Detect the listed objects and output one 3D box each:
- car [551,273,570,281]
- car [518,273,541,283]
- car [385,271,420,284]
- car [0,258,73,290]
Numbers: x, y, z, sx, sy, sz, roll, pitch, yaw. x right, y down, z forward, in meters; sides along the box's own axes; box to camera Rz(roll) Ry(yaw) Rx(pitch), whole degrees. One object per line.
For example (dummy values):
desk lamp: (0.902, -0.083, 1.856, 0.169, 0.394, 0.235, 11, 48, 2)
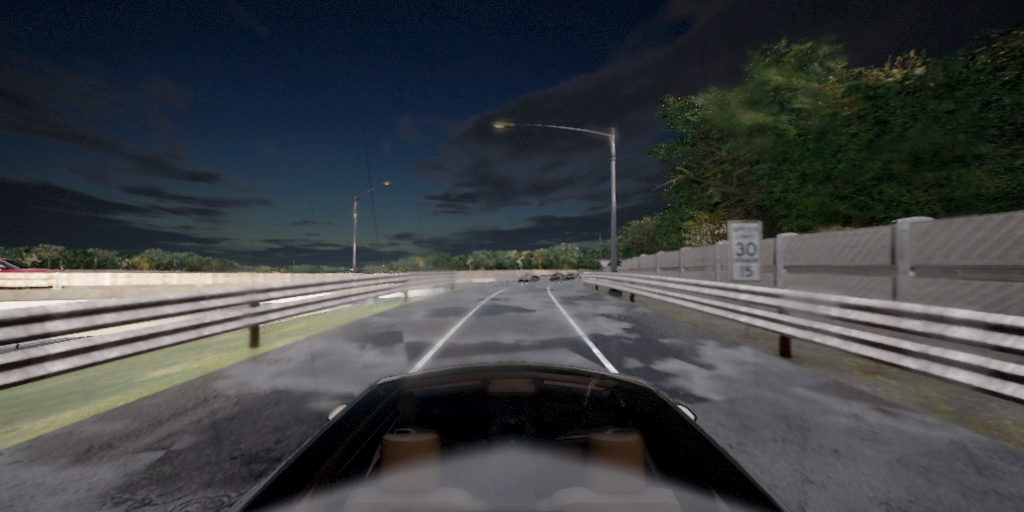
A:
car: (8.253, 3.700, 62.993, 1.837, 1.490, 4.892, 0, -3, 23)
car: (2.611, 3.174, 51.742, 1.994, 1.385, 4.181, -1, -3, 30)
car: (-10.281, 2.171, 33.799, 2.128, 1.511, 4.902, -2, -4, 41)
car: (-26.869, 1.035, 18.323, 5.566, 2.045, 2.150, 2, -3, -39)
